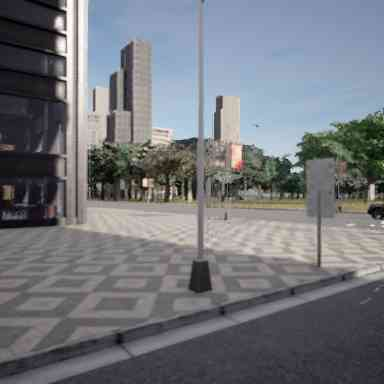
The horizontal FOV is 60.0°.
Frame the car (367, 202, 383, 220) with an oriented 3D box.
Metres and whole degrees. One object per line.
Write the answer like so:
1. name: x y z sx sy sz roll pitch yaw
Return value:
1. car: 17.215 1.252 26.719 2.150 2.045 5.566 1 -1 -40
